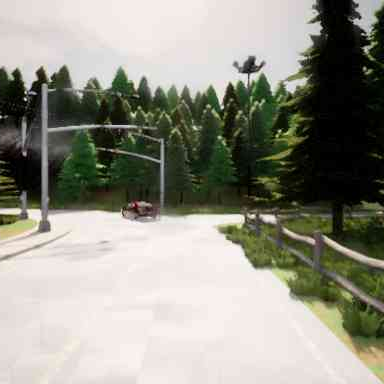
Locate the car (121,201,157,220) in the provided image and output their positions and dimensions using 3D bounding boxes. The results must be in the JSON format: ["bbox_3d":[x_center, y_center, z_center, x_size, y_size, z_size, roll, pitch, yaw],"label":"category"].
[{"bbox_3d":[-4.685,1.548,29.128,1.882,1.535,5.008,1,0,-29],"label":"car"}]
